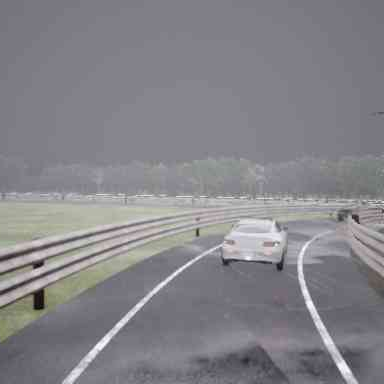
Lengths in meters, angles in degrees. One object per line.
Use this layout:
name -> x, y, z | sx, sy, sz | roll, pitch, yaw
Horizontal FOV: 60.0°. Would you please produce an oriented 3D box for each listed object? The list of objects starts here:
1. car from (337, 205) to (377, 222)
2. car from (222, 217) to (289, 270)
car -> 14.465, 1.908, 29.021 | 4.892, 1.490, 1.837 | 2, -1, -41
car -> 2.242, 1.583, 11.326 | 1.812, 1.442, 4.674 | 0, 0, 17
